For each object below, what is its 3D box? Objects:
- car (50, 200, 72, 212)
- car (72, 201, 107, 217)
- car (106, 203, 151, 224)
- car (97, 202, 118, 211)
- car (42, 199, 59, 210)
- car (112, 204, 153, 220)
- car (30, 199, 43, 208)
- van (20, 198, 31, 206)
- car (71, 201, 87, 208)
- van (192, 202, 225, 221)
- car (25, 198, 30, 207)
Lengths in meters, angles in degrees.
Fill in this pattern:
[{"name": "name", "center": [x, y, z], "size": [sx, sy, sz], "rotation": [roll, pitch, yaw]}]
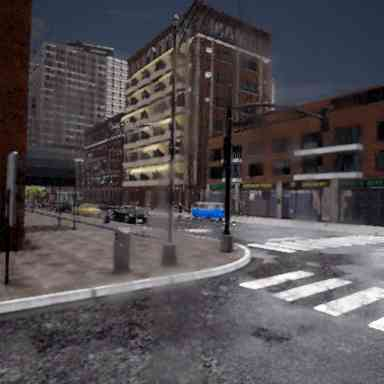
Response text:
[{"name": "car", "center": [-17.882, 2.101, 46.181], "size": [1.947, 1.339, 4.313], "rotation": [1, -1, -35]}, {"name": "car", "center": [-11.486, 1.948, 36.939], "size": [1.752, 1.417, 4.829], "rotation": [1, -1, -35]}, {"name": "car", "center": [-5.284, 1.880, 27.976], "size": [1.947, 1.339, 4.313], "rotation": [1, -1, -35]}, {"name": "car", "center": [-14.140, 2.412, 55.494], "size": [1.947, 1.339, 4.313], "rotation": [1, -1, -35]}, {"name": "car", "center": [-21.031, 2.174, 50.731], "size": [1.802, 1.307, 4.206], "rotation": [1, -1, -35]}, {"name": "car", "center": [-6.160, 1.998, 33.982], "size": [2.033, 1.411, 5.357], "rotation": [2, -2, -35]}, {"name": "car", "center": [-27.330, 2.271, 59.835], "size": [1.947, 1.339, 4.313], "rotation": [1, -1, -35]}, {"name": "van", "center": [-36.774, 2.220, 73.493], "size": [1.690, 1.788, 3.998], "rotation": [1, -1, -35]}, {"name": "car", "center": [-23.588, 2.583, 69.148], "size": [1.947, 1.339, 4.313], "rotation": [1, -1, -35]}, {"name": "van", "center": [1.609, 1.910, 32.743], "size": [1.690, 1.788, 3.998], "rotation": [1, -1, -35]}, {"name": "car", "center": [-30.477, 2.203, 64.388], "size": [1.967, 1.590, 4.097], "rotation": [1, -1, -35]}]
